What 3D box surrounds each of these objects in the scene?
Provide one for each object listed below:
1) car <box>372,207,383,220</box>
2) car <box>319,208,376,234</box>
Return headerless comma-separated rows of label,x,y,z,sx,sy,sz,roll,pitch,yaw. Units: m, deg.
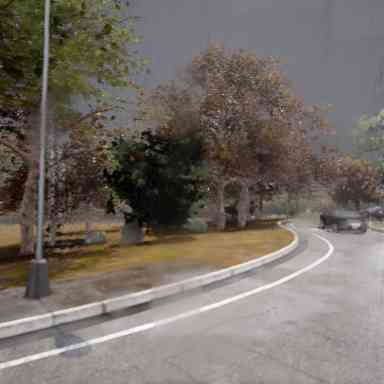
car,20.789,2.506,37.905,4.892,1.490,1.837,2,-3,-19
car,10.281,1.976,23.036,2.128,1.511,4.902,1,-1,4
